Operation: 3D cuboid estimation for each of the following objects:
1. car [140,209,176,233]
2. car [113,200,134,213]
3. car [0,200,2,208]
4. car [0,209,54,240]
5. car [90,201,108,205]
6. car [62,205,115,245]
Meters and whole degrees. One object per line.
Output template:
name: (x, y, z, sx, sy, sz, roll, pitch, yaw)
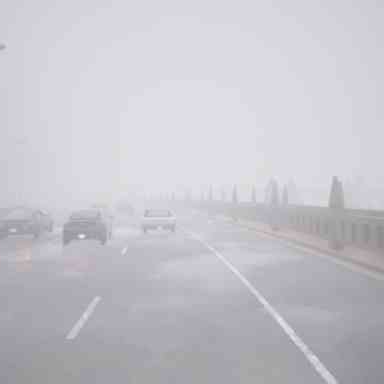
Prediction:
car: (-2.237, 1.716, 20.743, 1.895, 1.301, 4.718, 0, 0, -12)
car: (-8.344, 1.742, 40.407, 1.837, 1.490, 4.892, 0, -1, -22)
car: (-33.755, 1.770, 56.613, 2.097, 1.767, 4.553, 0, 0, -37)
car: (-8.840, 1.651, 17.957, 1.812, 1.442, 4.674, 0, 0, -11)
car: (-9.751, 1.691, 34.439, 1.882, 1.535, 5.008, 0, 0, -20)
car: (-5.002, 1.608, 16.299, 1.837, 1.490, 4.892, 0, 0, -9)
